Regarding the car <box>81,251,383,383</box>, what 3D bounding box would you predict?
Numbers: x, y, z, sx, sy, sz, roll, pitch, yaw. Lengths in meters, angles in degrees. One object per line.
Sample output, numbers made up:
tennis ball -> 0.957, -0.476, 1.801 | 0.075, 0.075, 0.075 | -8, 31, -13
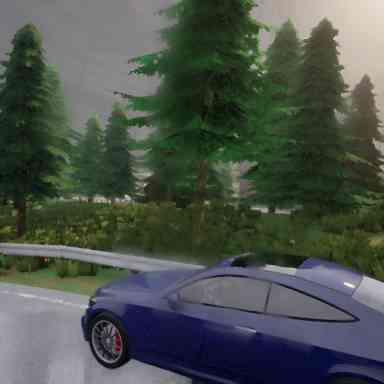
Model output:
car -> 0.726, 1.500, 4.117 | 4.674, 1.442, 1.812 | 1, 1, 31
